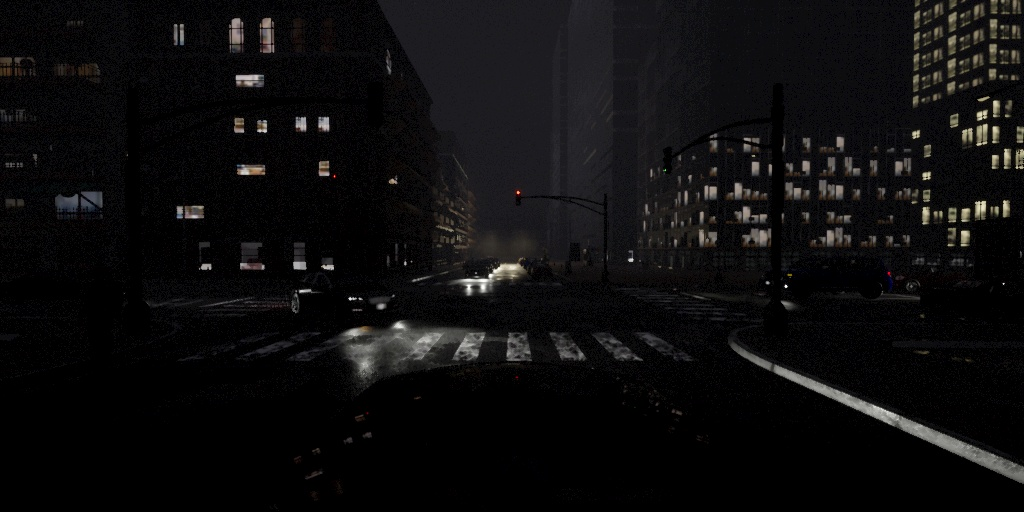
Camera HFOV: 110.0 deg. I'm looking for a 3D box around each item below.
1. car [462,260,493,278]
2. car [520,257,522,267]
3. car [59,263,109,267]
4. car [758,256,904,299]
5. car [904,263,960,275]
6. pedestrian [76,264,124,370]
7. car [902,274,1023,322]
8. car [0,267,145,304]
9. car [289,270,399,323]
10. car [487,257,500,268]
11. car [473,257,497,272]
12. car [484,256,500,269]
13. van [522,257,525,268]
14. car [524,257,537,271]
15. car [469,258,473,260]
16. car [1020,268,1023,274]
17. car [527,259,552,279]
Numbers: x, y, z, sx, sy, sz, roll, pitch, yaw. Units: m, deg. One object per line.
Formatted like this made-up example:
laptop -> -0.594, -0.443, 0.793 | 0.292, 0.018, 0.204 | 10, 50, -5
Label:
car -> -3.119, 1.290, 32.851 | 1.994, 1.385, 4.181 | 0, 0, 0
car -> 2.606, 1.240, 55.097 | 1.888, 1.381, 4.507 | 0, 0, 0
car -> -25.875, 1.110, 21.377 | 4.507, 1.381, 1.888 | 0, 0, 1
car -> 15.724, 1.020, 18.137 | 5.566, 2.045, 2.150 | 0, 1, 1
car -> 23.356, 1.230, 20.773 | 4.097, 1.591, 1.967 | 0, 0, 1
pedestrian -> -7.318, 1.044, 6.344 | 0.375, 1.860, 0.375 | -1, 1, 0
car -> 16.705, 1.445, 12.220 | 4.403, 1.370, 2.007 | 0, 0, 1
car -> -18.879, 1.290, 15.384 | 4.718, 1.301, 1.895 | 0, 1, 1
car -> -5.800, 1.238, 12.185 | 4.902, 1.511, 2.128 | 0, 0, 38
car -> -3.112, 1.036, 61.499 | 2.097, 1.767, 4.553 | 0, 0, 0
car -> -3.135, 1.220, 41.590 | 1.837, 1.490, 4.892 | 0, 0, 0
car -> -3.129, 1.052, 51.460 | 2.097, 1.767, 4.553 | 0, 0, 0
van -> 2.612, 1.045, 49.451 | 1.690, 1.789, 3.998 | 0, 0, 0
car -> 2.623, 1.159, 38.159 | 1.967, 1.591, 4.097 | 0, 0, 0
car -> -5.736, 1.270, 49.410 | 1.948, 1.339, 4.313 | 0, 0, 0
car -> 25.744, 1.336, 18.010 | 4.902, 1.511, 2.128 | 0, 1, 1
car -> 2.628, 1.272, 32.514 | 1.888, 1.381, 4.507 | 0, 0, 0
